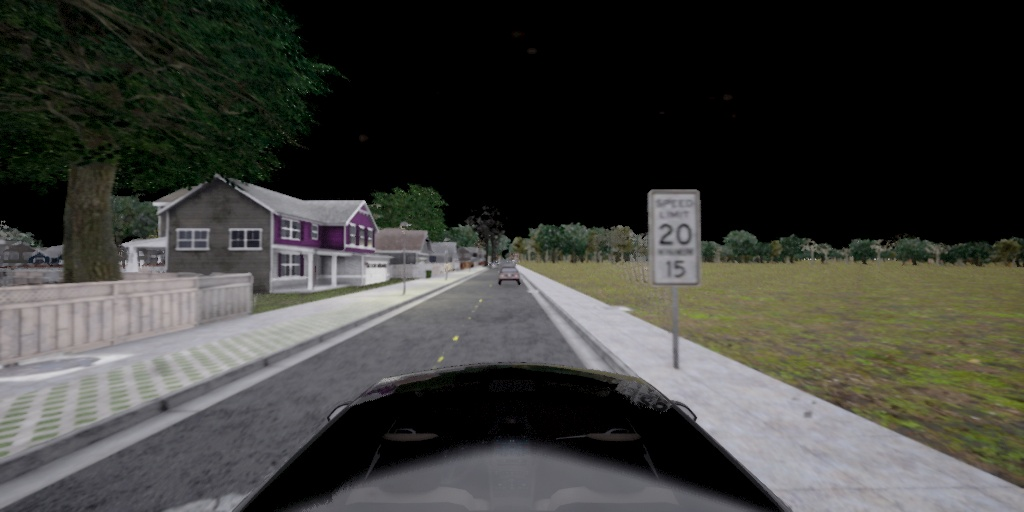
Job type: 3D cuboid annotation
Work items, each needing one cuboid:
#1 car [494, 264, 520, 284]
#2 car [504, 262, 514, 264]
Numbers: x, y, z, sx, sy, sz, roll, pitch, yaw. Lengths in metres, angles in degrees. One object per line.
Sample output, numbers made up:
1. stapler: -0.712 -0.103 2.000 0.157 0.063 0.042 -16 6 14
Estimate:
1. car: -0.239 1.647 31.112 2.033 1.411 5.357 0 -1 -1
2. car: -0.445 1.640 47.428 2.097 1.767 4.553 0 -1 -1
